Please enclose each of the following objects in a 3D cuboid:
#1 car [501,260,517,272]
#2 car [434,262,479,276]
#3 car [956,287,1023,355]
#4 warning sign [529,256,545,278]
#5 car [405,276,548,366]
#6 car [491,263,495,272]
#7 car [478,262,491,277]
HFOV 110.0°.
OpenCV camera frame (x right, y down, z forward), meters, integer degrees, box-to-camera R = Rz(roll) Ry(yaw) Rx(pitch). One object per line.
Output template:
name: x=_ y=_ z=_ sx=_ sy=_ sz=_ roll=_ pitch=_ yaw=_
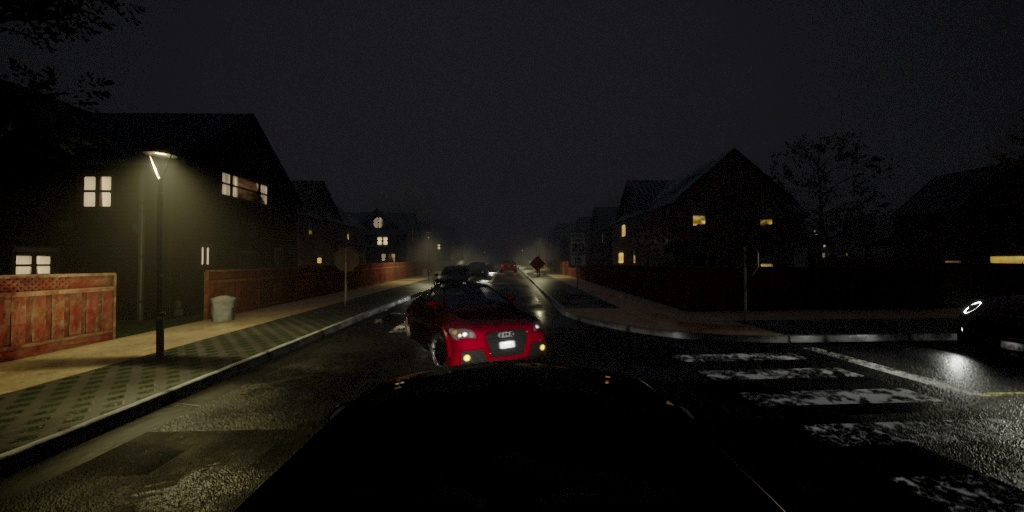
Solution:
car: x=-0.488 y=1.300 z=49.334 sx=2.097 sy=1.767 sz=4.553 roll=0 pitch=0 yaw=-2
car: x=-3.065 y=1.289 z=19.784 sx=1.837 sy=1.490 sz=4.892 roll=0 pitch=0 yaw=-1
car: x=11.293 y=1.027 z=6.599 sx=4.553 sy=1.767 sz=2.097 roll=0 pitch=-1 yaw=-2
warning sign: x=2.169 y=0.944 z=30.298 sx=1.300 sy=1.860 sz=1.060 roll=0 pitch=0 yaw=-1
car: x=-1.007 y=1.321 z=7.825 sx=1.994 sy=1.385 sz=4.181 roll=0 pitch=0 yaw=-28
car: x=-3.378 y=1.509 z=48.831 sx=1.994 sy=1.385 sz=4.181 roll=0 pitch=0 yaw=0
car: x=-3.238 y=1.325 z=33.576 sx=1.882 sy=1.535 sz=5.008 roll=0 pitch=0 yaw=0
